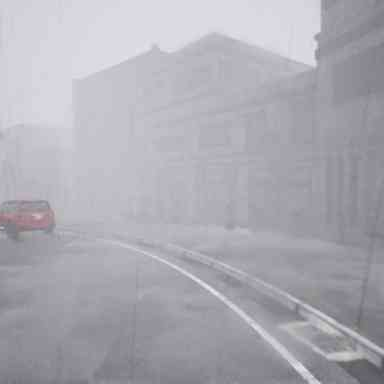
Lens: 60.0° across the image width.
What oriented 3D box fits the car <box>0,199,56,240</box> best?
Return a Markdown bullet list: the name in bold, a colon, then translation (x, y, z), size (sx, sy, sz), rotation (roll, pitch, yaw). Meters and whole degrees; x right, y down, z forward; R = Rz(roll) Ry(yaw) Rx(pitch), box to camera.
- **car**: translation (-9.900, 1.467, 19.245), size (5.566, 2.045, 2.150), rotation (-1, 1, 45)
